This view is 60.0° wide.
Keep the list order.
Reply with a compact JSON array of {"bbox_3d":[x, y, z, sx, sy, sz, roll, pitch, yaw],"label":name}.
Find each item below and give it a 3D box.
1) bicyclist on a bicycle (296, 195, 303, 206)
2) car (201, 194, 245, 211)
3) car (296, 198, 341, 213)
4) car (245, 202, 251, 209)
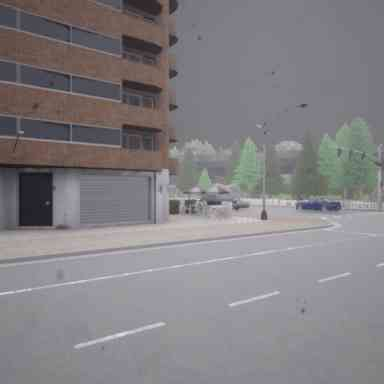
[{"bbox_3d":[15.345,1.241,47.341,1.656,1.620,0.582,0,0,-36],"label":"bicyclist on a bicycle"},{"bbox_3d":[3.265,1.163,39.288,2.150,2.045,5.566,0,0,-36],"label":"car"},{"bbox_3d":[13.925,1.418,36.818,1.882,1.535,5.008,0,0,-35],"label":"car"},{"bbox_3d":[5.282,1.445,42.304,1.837,1.490,4.892,0,0,-37],"label":"car"}]
